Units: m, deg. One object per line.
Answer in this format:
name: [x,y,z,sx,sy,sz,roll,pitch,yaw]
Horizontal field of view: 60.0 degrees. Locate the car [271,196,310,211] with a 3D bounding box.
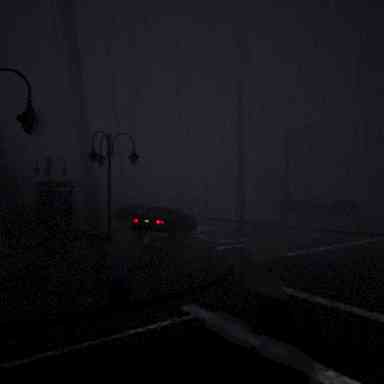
car: [11.153,1.399,37.959,1.970,1.475,3.806,0,0,-36]

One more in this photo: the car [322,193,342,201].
car: [31.386,1.091,74.591,1.905,1.878,3.866,0,0,-36]

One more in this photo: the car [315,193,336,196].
car: [22.712,1.313,59.630,2.007,1.523,4.514,0,0,-36]

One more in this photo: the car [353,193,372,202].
car: [33.272,1.112,66.275,1.932,1.855,4.605,0,0,-36]

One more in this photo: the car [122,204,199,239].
car: [-1.215,1.497,17.324,2.033,1.411,5.357,1,-3,18]

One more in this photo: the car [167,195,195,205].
car: [-2.079,1.355,51.388,2.007,1.523,4.514,0,0,-36]

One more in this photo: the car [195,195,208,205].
car: [0.446,1.346,53.250,2.152,1.636,5.027,0,0,-36]

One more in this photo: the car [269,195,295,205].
car: [14.547,1.334,53.869,1.845,1.501,3.633,0,0,-36]

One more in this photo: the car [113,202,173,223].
car: [-3.786,1.563,23.459,2.033,1.411,5.357,0,0,-36]

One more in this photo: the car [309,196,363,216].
car: [13.029,1.389,30.185,1.845,1.501,3.633,0,0,-36]

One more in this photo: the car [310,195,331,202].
car: [28.323,1.376,73.160,1.970,1.475,3.806,0,0,-36]
